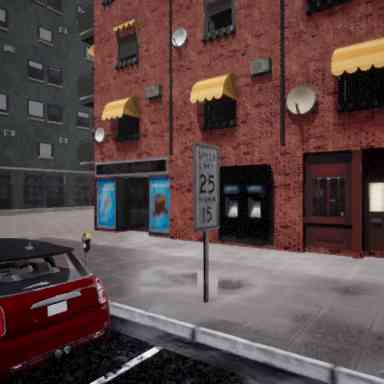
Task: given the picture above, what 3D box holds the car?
[{"bbox_3d":[-3.215,1.438,5.170,4.097,1.590,1.967,0,0,36],"label":"car"}]
